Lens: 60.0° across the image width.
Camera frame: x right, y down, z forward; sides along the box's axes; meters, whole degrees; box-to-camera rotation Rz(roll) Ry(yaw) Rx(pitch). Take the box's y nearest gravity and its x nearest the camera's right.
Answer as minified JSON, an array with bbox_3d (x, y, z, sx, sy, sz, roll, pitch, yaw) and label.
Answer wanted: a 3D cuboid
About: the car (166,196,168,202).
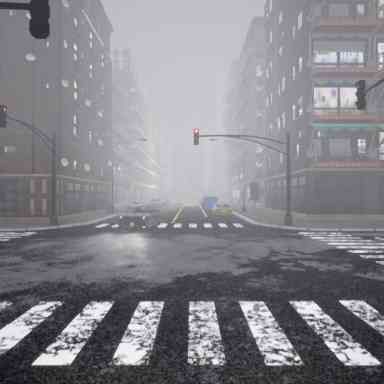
[{"bbox_3d":[-5.396,1.564,55.144,1.752,1.417,4.829,1,0,0],"label":"car"}]

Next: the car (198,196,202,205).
[{"bbox_3d":[2.496,1.347,49.728,2.192,1.841,5.009,1,0,0],"label":"car"}]

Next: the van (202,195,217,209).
[{"bbox_3d":[2.537,1.366,44.074,1.690,1.788,3.998,1,0,0],"label":"van"}]

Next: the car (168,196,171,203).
[{"bbox_3d":[-5.406,1.628,60.972,1.802,1.307,4.206,1,0,0],"label":"car"}]

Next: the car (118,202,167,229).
[{"bbox_3d":[-3.222,1.609,22.086,1.895,1.301,4.718,0,0,10],"label":"car"}]

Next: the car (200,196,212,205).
[{"bbox_3d":[2.476,1.486,61.040,1.967,1.590,4.097,1,0,0],"label":"car"}]

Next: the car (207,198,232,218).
[{"bbox_3d":[2.655,1.538,30.241,1.752,1.417,4.829,1,0,0],"label":"car"}]

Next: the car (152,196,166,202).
[{"bbox_3d":[-5.388,1.614,49.657,1.802,1.307,4.206,1,0,0],"label":"car"}]

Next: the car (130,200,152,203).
[{"bbox_3d":[-5.489,1.565,32.683,2.008,1.369,4.403,1,0,0],"label":"car"}]

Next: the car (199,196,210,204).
[{"bbox_3d":[2.465,1.604,66.696,2.008,1.369,4.403,1,0,0],"label":"car"}]

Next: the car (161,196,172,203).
[{"bbox_3d":[-5.424,1.613,72.288,2.008,1.369,4.403,1,0,0],"label":"car"}]

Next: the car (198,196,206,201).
[{"bbox_3d":[2.437,1.627,83.664,1.887,1.381,4.507,1,0,0],"label":"car"}]
